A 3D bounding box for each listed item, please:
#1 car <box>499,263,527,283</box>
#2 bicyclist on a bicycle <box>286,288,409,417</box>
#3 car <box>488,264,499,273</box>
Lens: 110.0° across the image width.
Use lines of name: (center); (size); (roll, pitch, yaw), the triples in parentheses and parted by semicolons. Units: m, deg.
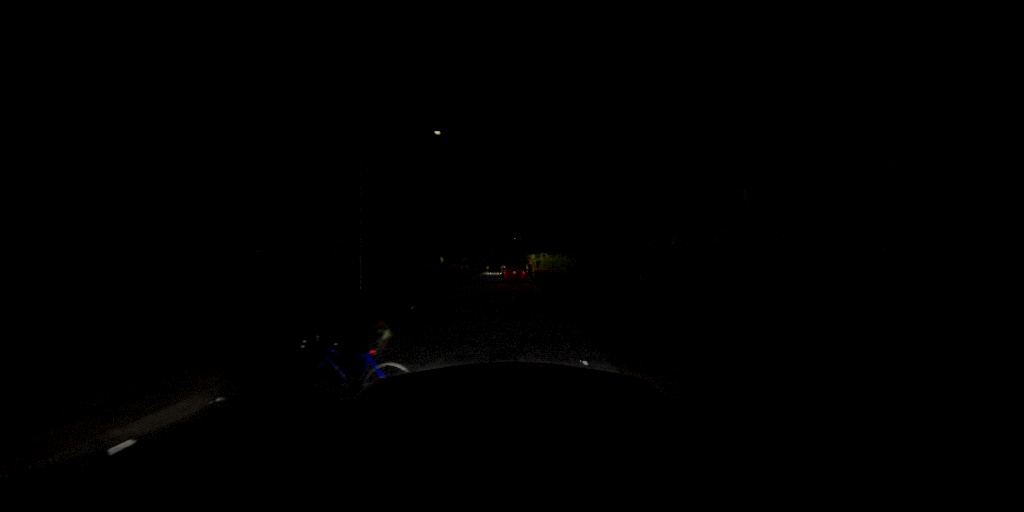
car: (0.194, 1.410, 31.985); (2.097, 1.767, 4.553); (0, -1, 0)
bicyclist on a bicycle: (-2.045, 1.230, 4.520); (1.656, 1.620, 0.582); (-2, 0, 0)
car: (-2.654, 1.895, 55.633); (2.033, 1.411, 5.357); (0, -1, 0)
